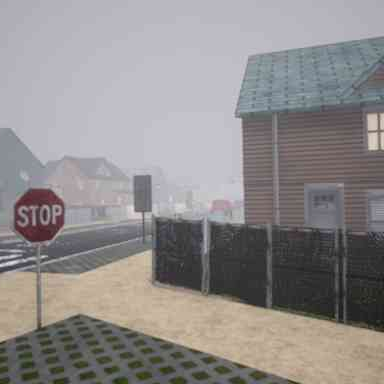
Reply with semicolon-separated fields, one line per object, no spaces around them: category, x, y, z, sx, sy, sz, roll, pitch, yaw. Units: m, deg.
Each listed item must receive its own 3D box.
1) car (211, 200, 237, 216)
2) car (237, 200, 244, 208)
car;4.075;2.044;44.285;2.150;2.045;5.566;-1;-2;17
car;8.767;2.371;59.446;2.150;2.045;5.566;-1;-2;17
